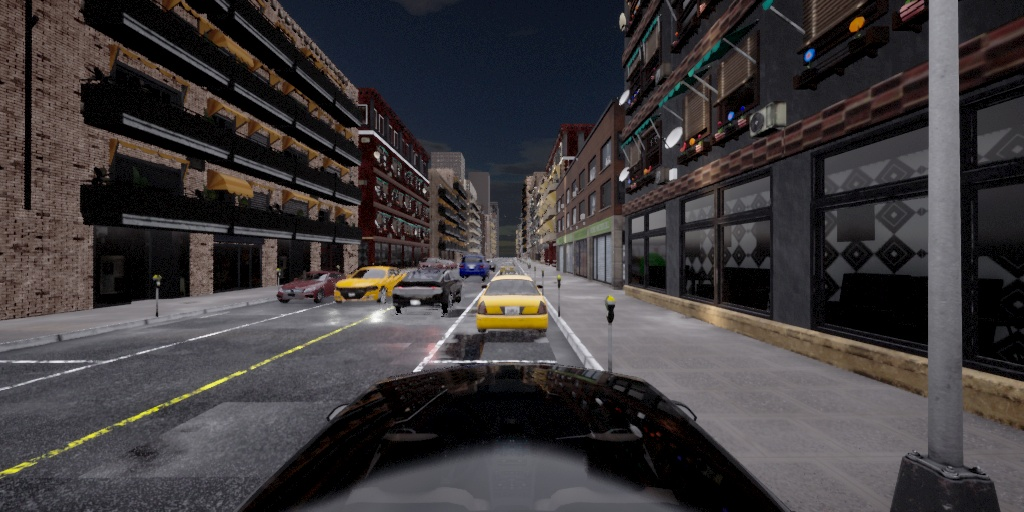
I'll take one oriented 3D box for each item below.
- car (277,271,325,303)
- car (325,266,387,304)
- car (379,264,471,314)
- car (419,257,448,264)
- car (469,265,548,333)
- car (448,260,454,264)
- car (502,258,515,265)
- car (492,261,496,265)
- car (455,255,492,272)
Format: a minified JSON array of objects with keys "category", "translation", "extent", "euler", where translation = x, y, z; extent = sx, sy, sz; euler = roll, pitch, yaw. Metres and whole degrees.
[{"category":"car","translation":[-8.837,1.333,16.462],"extent":[1.802,1.307,4.207],"euler":[0,0,0]},{"category":"car","translation":[-6.246,1.228,16.459],"extent":[1.882,1.535,5.008],"euler":[0,0,0]},{"category":"car","translation":[-3.045,1.242,13.714],"extent":[2.128,1.511,4.902],"euler":[0,0,0]},{"category":"car","translation":[-8.837,1.064,39.007],"extent":[2.192,1.841,5.009],"euler":[0,0,0]},{"category":"car","translation":[0.005,1.207,10.689],"extent":[1.801,1.575,5.366],"euler":[0,0,0]},{"category":"car","translation":[-8.837,1.188,44.643],"extent":[1.967,1.591,4.097],"euler":[0,0,0]},{"category":"car","translation":[-0.456,1.275,39.173],"extent":[1.751,1.417,4.829],"euler":[0,0,0]},{"category":"car","translation":[-3.044,1.349,47.228],"extent":[1.895,1.301,4.718],"euler":[0,0,0]},{"category":"car","translation":[-3.145,0.972,30.581],"extent":[2.150,2.045,5.566],"euler":[0,0,0]}]
